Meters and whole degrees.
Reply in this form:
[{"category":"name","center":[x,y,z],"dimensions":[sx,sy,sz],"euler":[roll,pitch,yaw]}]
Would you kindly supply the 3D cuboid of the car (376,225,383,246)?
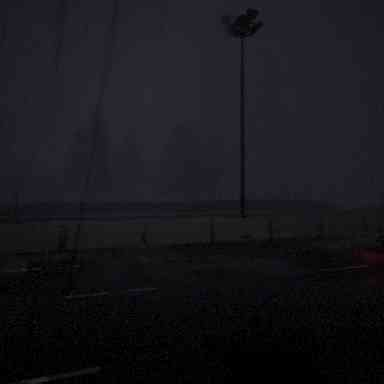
[{"category":"car","center":[10.239,1.757,14.641],"dimensions":[4.674,1.442,1.812],"euler":[0,-1,-22]}]
